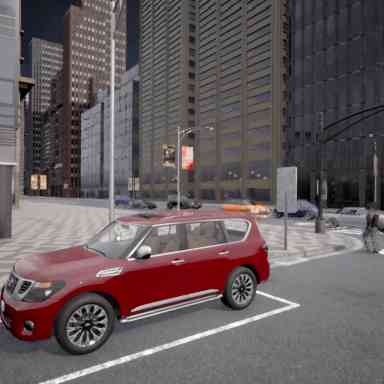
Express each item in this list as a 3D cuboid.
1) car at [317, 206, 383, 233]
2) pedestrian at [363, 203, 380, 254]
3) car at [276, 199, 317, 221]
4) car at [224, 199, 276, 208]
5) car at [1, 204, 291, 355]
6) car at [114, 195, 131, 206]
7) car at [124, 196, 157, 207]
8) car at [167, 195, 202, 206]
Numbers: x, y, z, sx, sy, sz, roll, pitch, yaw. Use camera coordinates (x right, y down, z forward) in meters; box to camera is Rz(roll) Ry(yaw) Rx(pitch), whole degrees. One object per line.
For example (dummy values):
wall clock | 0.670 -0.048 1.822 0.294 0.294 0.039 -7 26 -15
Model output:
car | 10.140 1.595 19.764 1.895 1.301 4.718 0 0 -29
pedestrian | 6.518 1.297 12.136 0.375 1.860 0.375 1 0 -36
car | 9.047 1.401 27.627 2.097 1.767 4.553 1 -1 -36
car | 4.498 1.388 28.383 2.097 1.767 4.553 1 -1 -36
car | -0.683 1.316 6.282 5.009 1.841 2.192 0 0 -36
car | -11.143 1.505 55.831 2.150 2.045 5.566 1 -1 -36
car | -6.581 1.658 43.780 2.033 1.411 5.357 1 -1 -36
car | -1.078 1.339 41.699 2.150 2.045 5.566 1 -1 -36
